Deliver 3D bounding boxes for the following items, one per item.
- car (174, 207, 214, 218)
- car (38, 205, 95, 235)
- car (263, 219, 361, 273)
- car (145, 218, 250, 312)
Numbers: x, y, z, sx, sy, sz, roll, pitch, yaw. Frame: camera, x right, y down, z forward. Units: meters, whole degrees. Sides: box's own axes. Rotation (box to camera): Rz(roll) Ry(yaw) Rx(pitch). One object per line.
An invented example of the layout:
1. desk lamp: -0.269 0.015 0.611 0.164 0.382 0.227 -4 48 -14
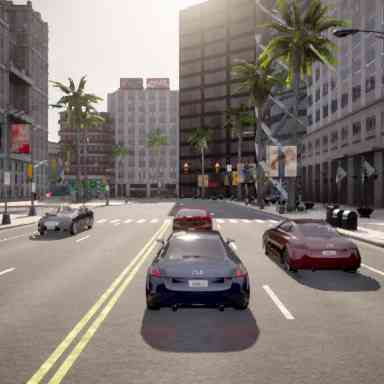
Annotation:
1. car: 0.090 1.478 16.799 1.882 1.535 5.008 0 0 2
2. car: -7.004 1.504 18.955 2.128 1.511 4.902 0 0 0
3. car: 3.598 1.564 10.712 1.994 1.385 4.181 0 0 0
4. car: 0.089 1.562 7.813 1.994 1.385 4.181 0 0 -1
